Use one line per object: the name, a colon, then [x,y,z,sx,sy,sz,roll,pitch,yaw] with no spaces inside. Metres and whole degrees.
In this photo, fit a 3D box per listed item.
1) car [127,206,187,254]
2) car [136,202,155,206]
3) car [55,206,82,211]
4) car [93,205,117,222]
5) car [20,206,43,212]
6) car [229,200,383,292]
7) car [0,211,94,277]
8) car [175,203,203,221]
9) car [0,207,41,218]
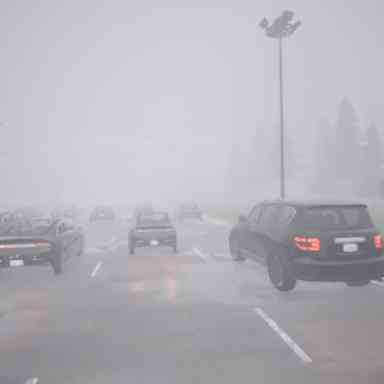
car: [-1.696,1.587,14.059,2.128,1.511,4.902,-1,0,-9]
car: [-4.494,1.697,31.428,1.882,1.535,5.008,-1,-1,-9]
car: [-11.472,1.916,30.758,1.895,1.301,4.718,-1,0,-9]
car: [-7.580,1.813,28.595,1.994,1.385,4.181,-1,0,-9]
car: [-14.939,1.926,30.258,1.994,1.385,4.181,-1,0,-9]
car: [2.701,1.227,9.229,2.150,2.045,5.566,-1,-1,-9]
car: [-4.775,1.612,10.829,2.128,1.511,4.902,-1,0,-8]
car: [-0.374,1.634,27.913,2.128,1.511,4.902,-1,0,-9]
car: [-9.030,1.697,15.540,2.128,1.511,4.902,-1,0,-9]
